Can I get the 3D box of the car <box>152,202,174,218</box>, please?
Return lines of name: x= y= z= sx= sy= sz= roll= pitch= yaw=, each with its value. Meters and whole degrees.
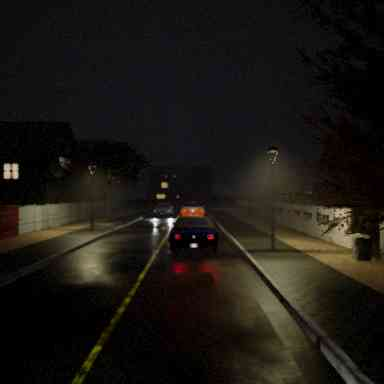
car: x=-2.831 y=1.776 z=33.654 sx=1.812 sy=1.442 sz=4.674 roll=0 pitch=-1 yaw=0

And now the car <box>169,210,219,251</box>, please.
car: x=0.085 y=1.696 z=14.481 sx=1.895 sy=1.301 sz=4.718 roll=0 pitch=0 yaw=0

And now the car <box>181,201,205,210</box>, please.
car: x=0.086 y=1.567 z=29.455 sx=2.097 sy=1.767 sz=4.553 roll=0 pitch=0 yaw=0
